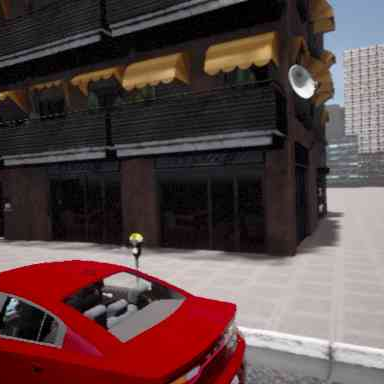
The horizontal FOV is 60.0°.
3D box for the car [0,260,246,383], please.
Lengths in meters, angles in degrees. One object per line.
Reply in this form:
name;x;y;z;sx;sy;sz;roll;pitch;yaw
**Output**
car;-1.686;1.477;3.689;4.507;1.381;1.887;-1;2;25
